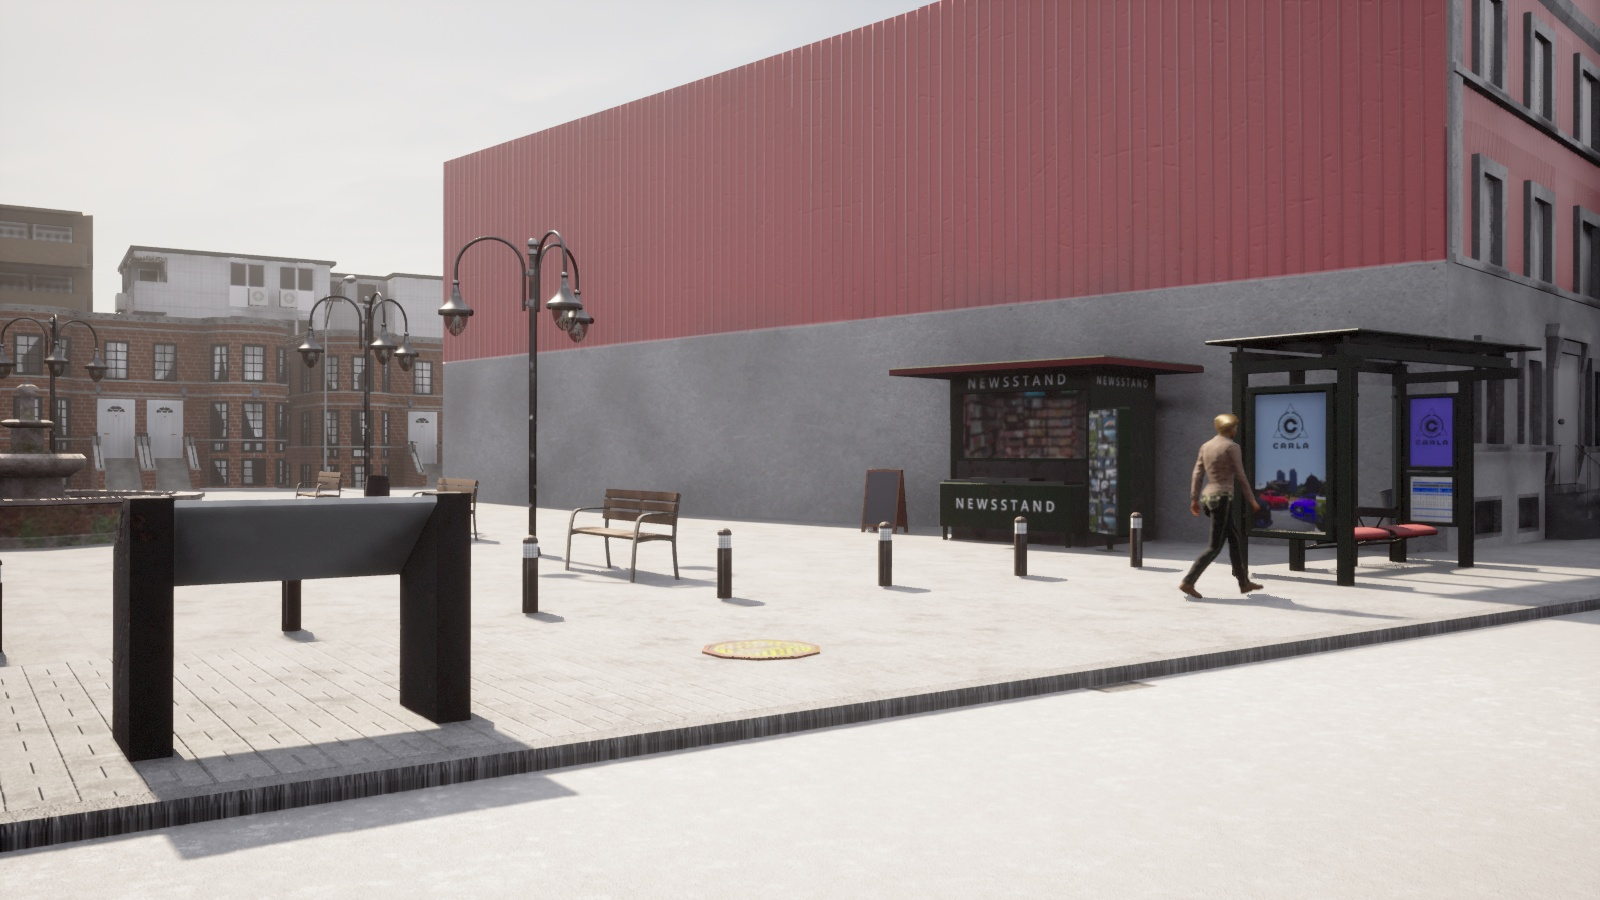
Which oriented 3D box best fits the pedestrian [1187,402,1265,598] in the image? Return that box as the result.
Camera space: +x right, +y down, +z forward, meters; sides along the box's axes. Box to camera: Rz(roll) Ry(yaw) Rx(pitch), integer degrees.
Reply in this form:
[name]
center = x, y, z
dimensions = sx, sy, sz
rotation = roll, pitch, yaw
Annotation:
[pedestrian]
center = 4.103, 0.475, 12.089
dimensions = 0.634, 1.846, 0.331
rotation = 0, 0, -18
